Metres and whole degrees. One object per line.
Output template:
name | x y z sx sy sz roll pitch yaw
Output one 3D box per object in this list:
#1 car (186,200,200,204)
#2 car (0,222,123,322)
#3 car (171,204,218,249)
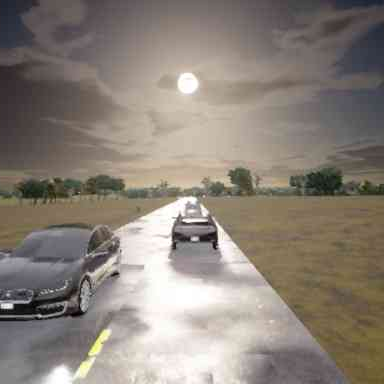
car | 0.114 1.642 36.957 2.033 1.411 5.357 0 0 0
car | -2.847 1.511 7.557 1.837 1.490 4.892 0 0 0
car | 0.106 1.515 14.649 2.128 1.511 4.902 0 0 0
